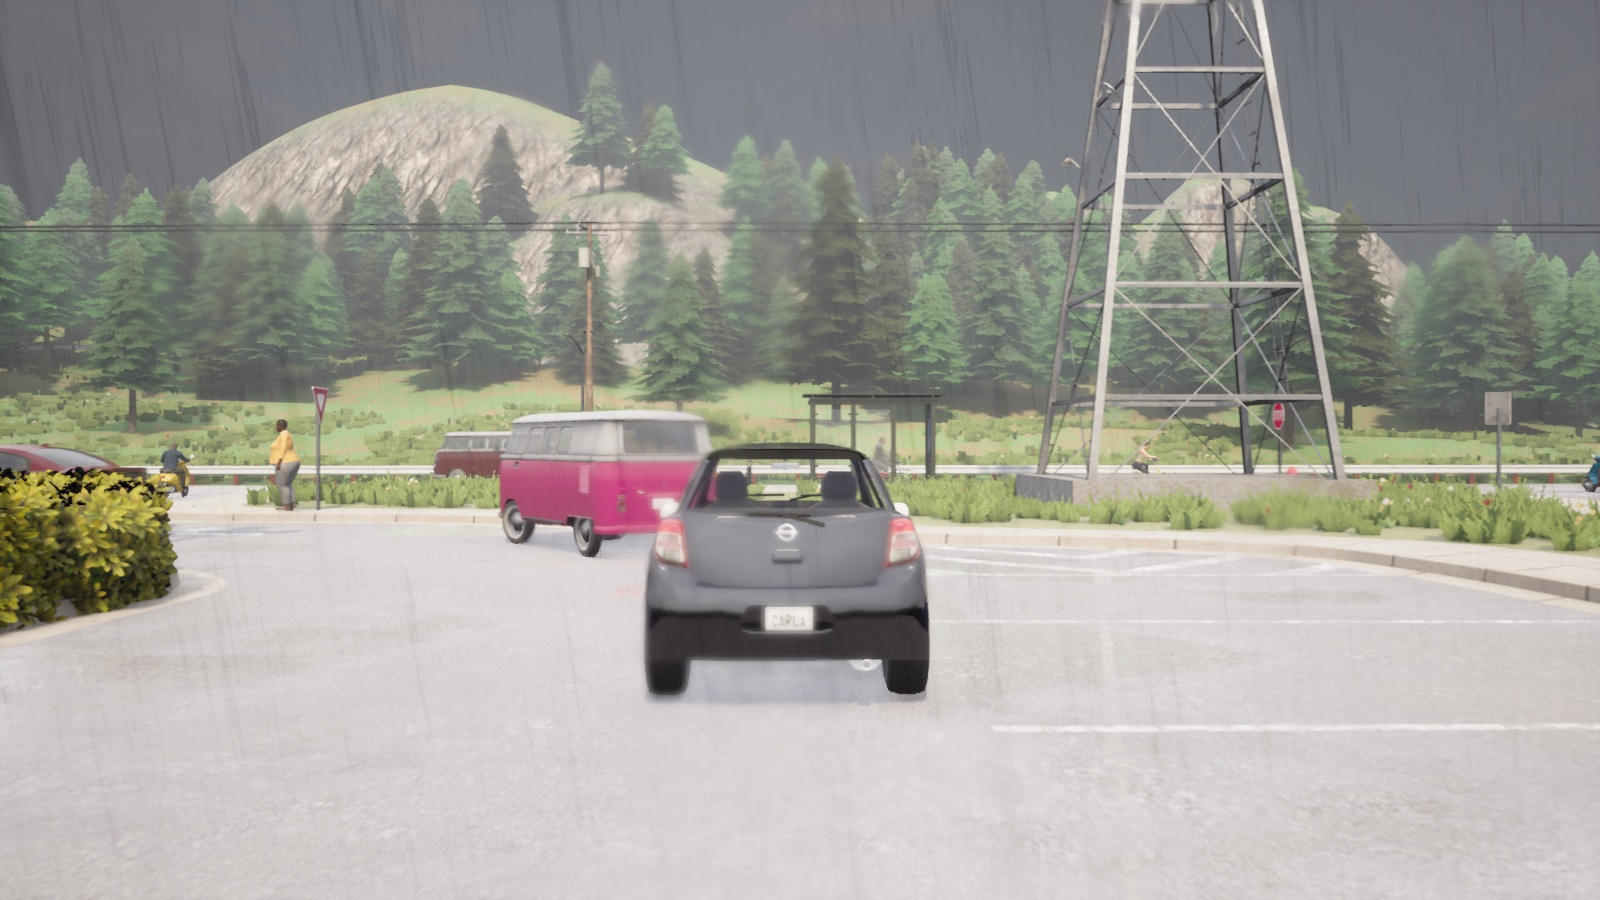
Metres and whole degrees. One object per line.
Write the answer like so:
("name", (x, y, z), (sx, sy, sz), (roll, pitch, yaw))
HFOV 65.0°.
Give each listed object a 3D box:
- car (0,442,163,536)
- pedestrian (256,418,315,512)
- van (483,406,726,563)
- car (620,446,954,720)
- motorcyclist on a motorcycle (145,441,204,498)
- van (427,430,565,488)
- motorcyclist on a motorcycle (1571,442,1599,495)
("car", (-14.103, 0.624, 22.177), (5.008, 1.535, 1.882), (0, 1, 12))
("pedestrian", (-10.349, 0.292, 25.269), (0.900, 1.855, 0.874), (0, 0, -7))
("van", (-2.977, 0.424, 18.248), (1.775, 1.987, 4.442), (0, 0, -34))
("car", (-0.100, 0.726, 8.750), (1.845, 1.501, 3.633), (0, 0, -1))
("motorcyclist on a motorcycle", (-17.724, 0.543, 35.612), (0.866, 1.590, 1.817), (0, 0, -4))
("van", (-10.668, 0.308, 44.302), (4.442, 1.987, 1.775), (0, 0, 0))
("motorcyclist on a motorcycle", (24.594, 0.563, 38.189), (0.866, 1.590, 1.817), (-1, 0, -14))
